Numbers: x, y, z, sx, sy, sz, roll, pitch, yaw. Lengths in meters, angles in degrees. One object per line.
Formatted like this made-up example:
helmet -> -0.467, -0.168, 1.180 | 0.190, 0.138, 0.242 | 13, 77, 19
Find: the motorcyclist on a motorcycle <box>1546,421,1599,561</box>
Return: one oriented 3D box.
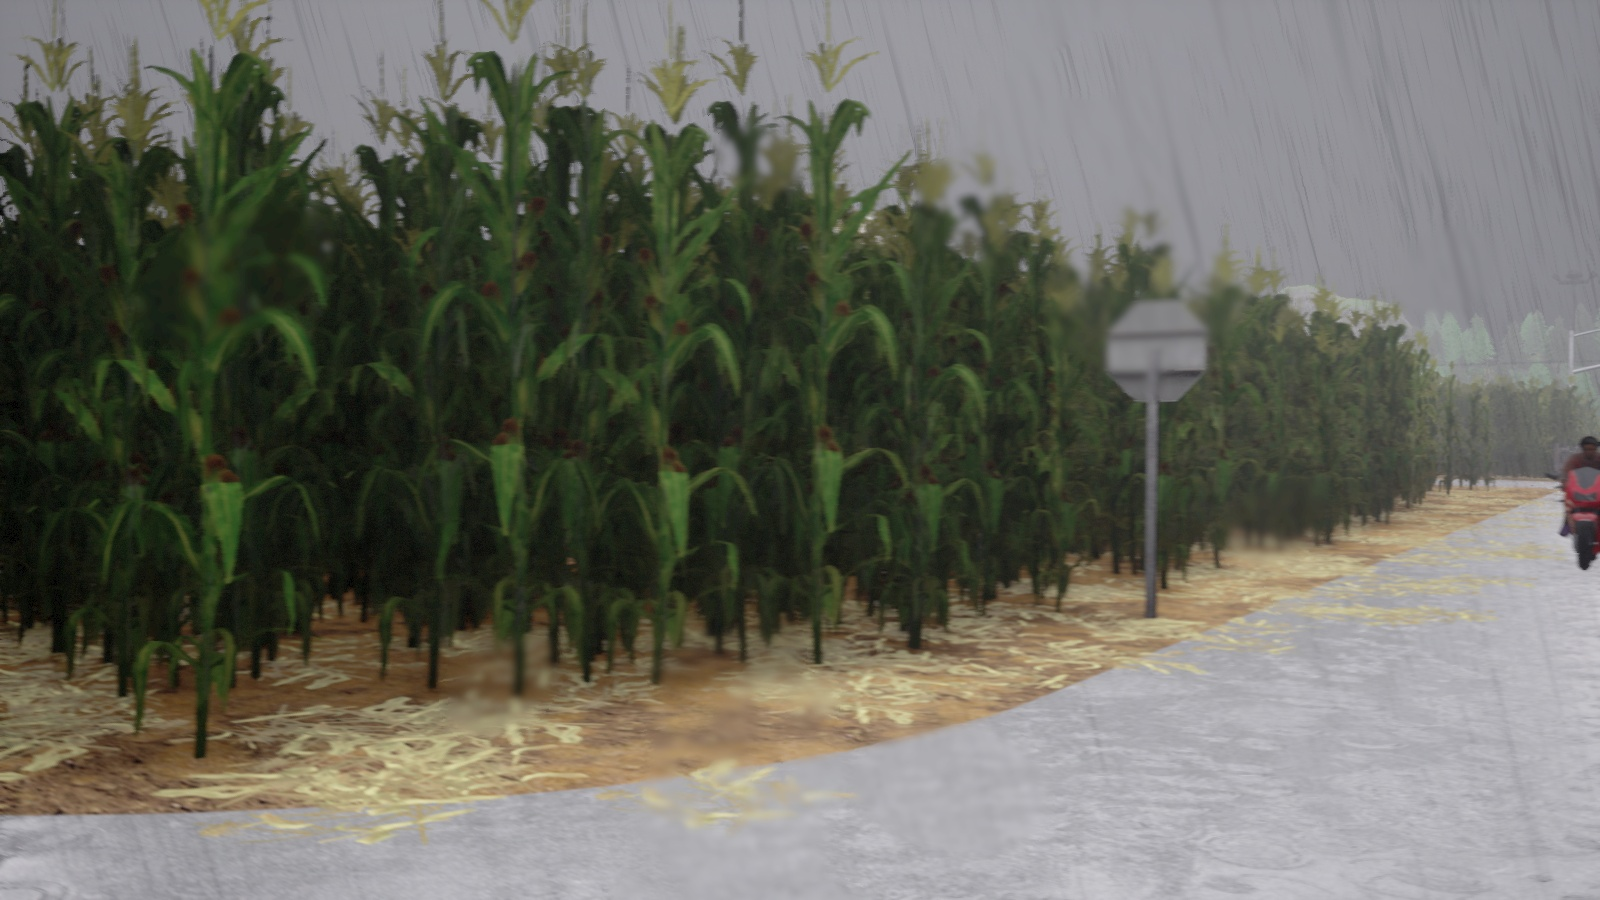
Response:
motorcyclist on a motorcycle -> 9.201, 0.431, 14.555 | 0.797, 1.523, 2.044 | 0, 1, 35
